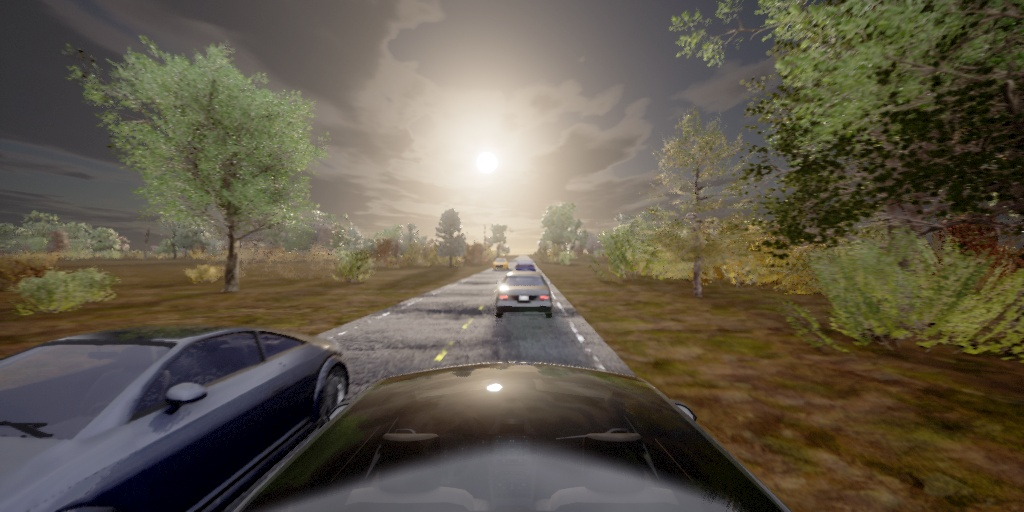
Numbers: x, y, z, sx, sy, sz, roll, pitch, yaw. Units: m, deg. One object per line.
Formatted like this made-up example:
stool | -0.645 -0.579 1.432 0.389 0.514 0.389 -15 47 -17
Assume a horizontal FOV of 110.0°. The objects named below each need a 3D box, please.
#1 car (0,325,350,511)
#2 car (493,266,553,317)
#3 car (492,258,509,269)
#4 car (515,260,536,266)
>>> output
car | -3.038 1.305 2.804 1.994 1.385 4.181 0 0 1
car | 0.426 1.261 12.923 2.033 1.411 5.357 0 0 2
car | -1.438 1.054 46.758 1.882 1.535 5.008 0 0 2
car | 1.288 1.109 35.109 1.882 1.535 5.008 0 0 2
